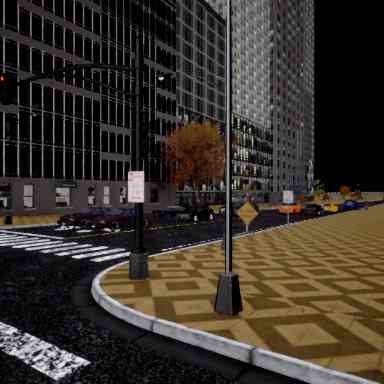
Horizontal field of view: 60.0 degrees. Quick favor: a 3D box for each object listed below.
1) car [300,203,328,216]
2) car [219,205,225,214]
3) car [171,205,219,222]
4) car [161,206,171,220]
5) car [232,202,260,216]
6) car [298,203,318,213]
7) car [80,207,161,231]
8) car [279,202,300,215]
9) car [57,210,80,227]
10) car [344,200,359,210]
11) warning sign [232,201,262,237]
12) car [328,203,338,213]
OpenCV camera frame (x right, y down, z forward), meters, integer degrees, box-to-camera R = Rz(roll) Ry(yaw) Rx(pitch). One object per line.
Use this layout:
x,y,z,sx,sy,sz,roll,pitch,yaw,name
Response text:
16.275,2.353,44.221,1.837,1.490,4.892,0,-1,33,car
5.322,2.241,45.455,2.128,1.511,4.902,0,-1,33,car
0.380,2.005,31.834,1.837,1.490,4.892,0,-1,33,car
-2.235,2.102,33.773,1.895,1.301,4.718,0,-1,33,car
6.824,2.065,41.799,2.097,1.767,4.553,0,-1,33,car
19.143,2.576,54.746,2.033,1.411,5.357,0,-1,33,car
-4.899,1.874,23.649,2.033,1.411,5.357,0,-1,33,car
13.738,2.203,46.277,2.097,1.767,4.553,0,-1,33,car
-7.551,1.873,25.533,2.033,1.411,5.357,0,-1,33,car
31.476,2.536,65.773,2.150,2.045,5.566,0,-1,33,car
3.095,1.454,18.576,1.300,1.860,1.060,1,1,33,warning sign
21.875,2.510,52.986,1.882,1.535,5.008,0,-1,33,car
